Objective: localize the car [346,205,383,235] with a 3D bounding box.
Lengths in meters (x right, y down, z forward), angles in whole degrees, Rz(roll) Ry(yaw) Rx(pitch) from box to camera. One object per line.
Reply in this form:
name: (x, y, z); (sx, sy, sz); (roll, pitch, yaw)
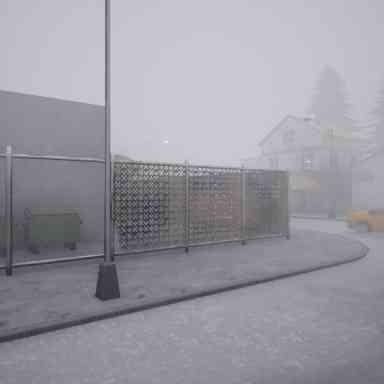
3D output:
car: (10.606, 1.477, 16.998); (1.882, 1.535, 5.008); (0, 0, -42)
